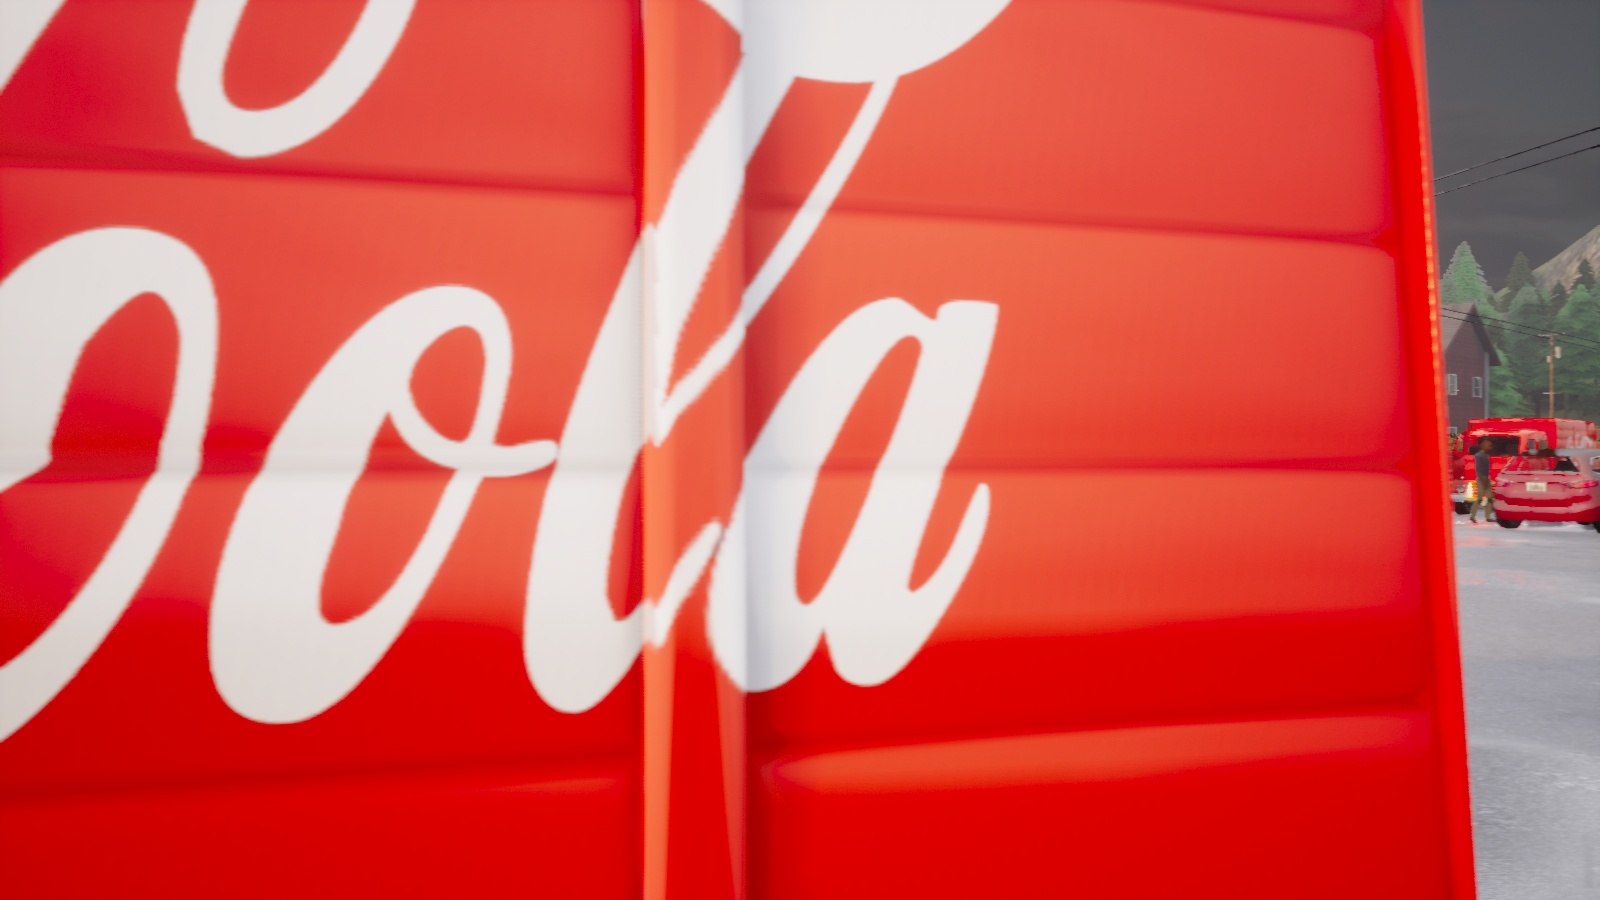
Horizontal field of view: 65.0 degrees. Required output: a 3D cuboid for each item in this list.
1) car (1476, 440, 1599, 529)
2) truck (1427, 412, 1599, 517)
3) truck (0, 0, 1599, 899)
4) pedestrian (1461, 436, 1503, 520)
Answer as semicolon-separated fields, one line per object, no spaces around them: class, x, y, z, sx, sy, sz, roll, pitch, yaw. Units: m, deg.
car;16.339;0.664;25.859;4.611;1.667;2.242;0;0;-31
truck;18.612;0.357;32.471;5.204;2.467;2.627;0;0;-43
truck;-2.157;0.259;1.464;5.204;2.467;2.627;0;-1;-18
pedestrian;15.045;0.613;27.707;0.370;1.835;0.726;0;0;-25
